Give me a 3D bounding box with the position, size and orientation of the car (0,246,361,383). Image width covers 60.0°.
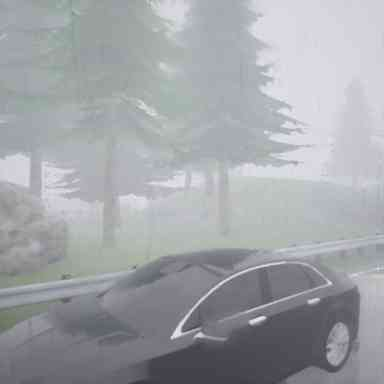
[{"bbox_3d":[0.204,1.519,4.132,4.892,1.490,1.837,0,0,-36],"label":"car"}]
